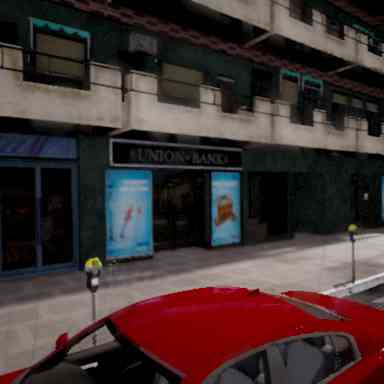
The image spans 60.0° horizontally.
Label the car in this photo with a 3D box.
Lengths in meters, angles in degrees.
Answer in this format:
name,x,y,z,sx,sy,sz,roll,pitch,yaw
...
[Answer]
name,x,y,z,sx,sy,sz,roll,pitch,yaw
car,-0.069,1.520,2.389,4.507,1.381,1.887,-1,1,-35
